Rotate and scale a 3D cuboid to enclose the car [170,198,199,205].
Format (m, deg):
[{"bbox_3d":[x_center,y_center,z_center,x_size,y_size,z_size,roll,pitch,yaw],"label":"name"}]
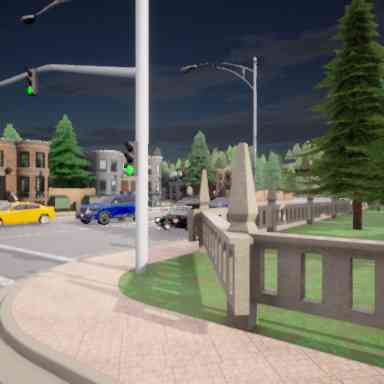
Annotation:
[{"bbox_3d":[-0.518,1.448,37.286,2.128,1.511,4.902,0,0,36],"label":"car"}]

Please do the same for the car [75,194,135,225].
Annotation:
[{"bbox_3d":[-5.646,1.184,24.133,2.150,2.045,5.566,0,0,35],"label":"car"}]

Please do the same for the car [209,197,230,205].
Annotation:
[{"bbox_3d":[3.339,1.312,36.639,2.097,1.767,4.553,0,0,36],"label":"car"}]

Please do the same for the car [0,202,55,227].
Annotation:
[{"bbox_3d":[-11.553,1.432,21.849,1.882,1.535,5.008,0,1,35],"label":"car"}]

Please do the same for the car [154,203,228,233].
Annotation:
[{"bbox_3d":[-0.033,1.579,19.773,1.895,1.301,4.718,0,0,35],"label":"car"}]
